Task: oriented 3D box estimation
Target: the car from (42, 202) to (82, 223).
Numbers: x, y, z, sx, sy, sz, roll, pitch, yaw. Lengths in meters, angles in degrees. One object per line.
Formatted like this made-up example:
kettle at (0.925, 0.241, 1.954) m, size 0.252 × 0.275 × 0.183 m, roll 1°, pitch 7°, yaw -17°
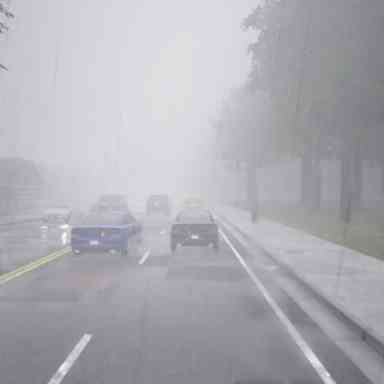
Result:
car at (-9.845, 1.528, 25.745) m, size 1.812 × 1.442 × 4.674 m, roll 0°, pitch 0°, yaw 0°

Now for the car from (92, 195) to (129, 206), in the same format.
car at (-6.597, 1.227, 27.197) m, size 2.150 × 2.045 × 5.566 m, roll 0°, pitch 0°, yaw 0°

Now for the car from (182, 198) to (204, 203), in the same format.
car at (0.104, 1.357, 32.884) m, size 2.097 × 1.767 × 4.553 m, roll 0°, pitch 0°, yaw 0°

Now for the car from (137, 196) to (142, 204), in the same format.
car at (-9.746, 1.560, 66.881) m, size 2.033 × 1.411 × 5.357 m, roll 0°, pitch 0°, yaw 0°

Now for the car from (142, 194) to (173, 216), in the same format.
car at (-3.147, 1.227, 32.463) m, size 2.150 × 2.045 × 5.566 m, roll 0°, pitch 0°, yaw 0°

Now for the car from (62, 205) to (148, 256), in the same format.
car at (-3.147, 1.478, 13.150) m, size 1.882 × 1.535 × 5.008 m, roll 0°, pitch 0°, yaw 0°

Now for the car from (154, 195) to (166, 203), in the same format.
car at (-6.495, 1.491, 68.256) m, size 1.882 × 1.535 × 5.008 m, roll 0°, pitch 0°, yaw 0°

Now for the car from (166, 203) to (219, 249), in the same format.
car at (0.102, 1.477, 14.490) m, size 1.882 × 1.535 × 5.008 m, roll 0°, pitch 0°, yaw 0°
